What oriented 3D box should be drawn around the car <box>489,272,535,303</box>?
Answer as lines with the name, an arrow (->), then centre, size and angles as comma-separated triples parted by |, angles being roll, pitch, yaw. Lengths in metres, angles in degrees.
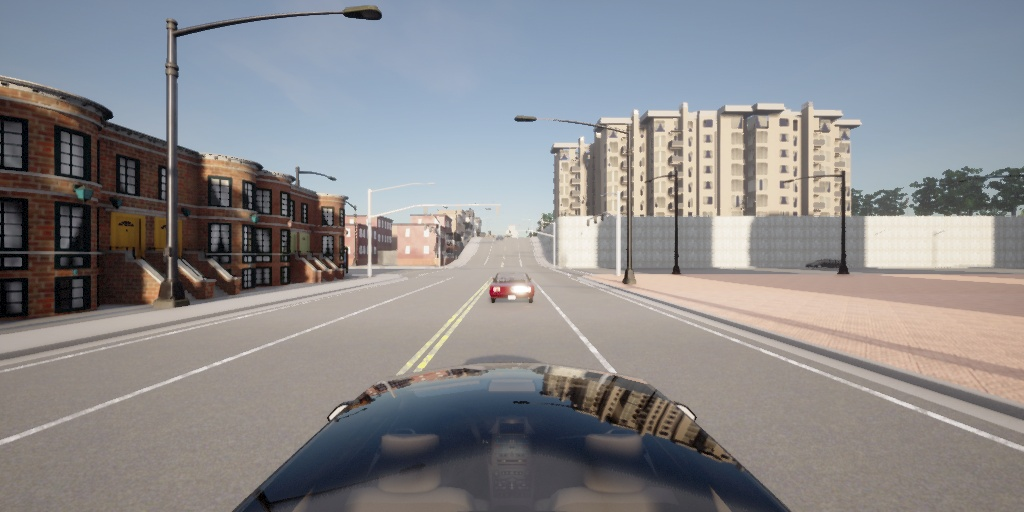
car -> 0.000, 1.365, 16.530 | 1.895, 1.301, 4.718 | 0, 0, 0
